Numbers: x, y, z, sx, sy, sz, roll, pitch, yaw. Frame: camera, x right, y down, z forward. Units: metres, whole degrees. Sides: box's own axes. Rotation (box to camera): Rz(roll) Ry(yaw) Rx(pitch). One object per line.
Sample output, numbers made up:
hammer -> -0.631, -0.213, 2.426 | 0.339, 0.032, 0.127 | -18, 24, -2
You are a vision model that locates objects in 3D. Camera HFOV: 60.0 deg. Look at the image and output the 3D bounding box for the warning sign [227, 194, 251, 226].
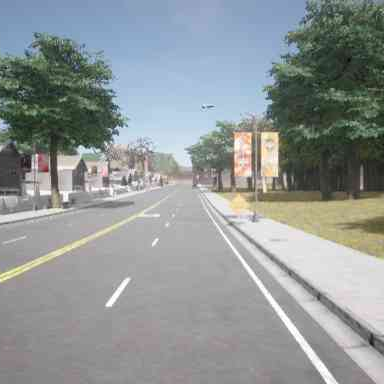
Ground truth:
warning sign -> 2.842, 1.071, 20.215 | 1.300, 1.860, 1.060 | 0, 0, 0
